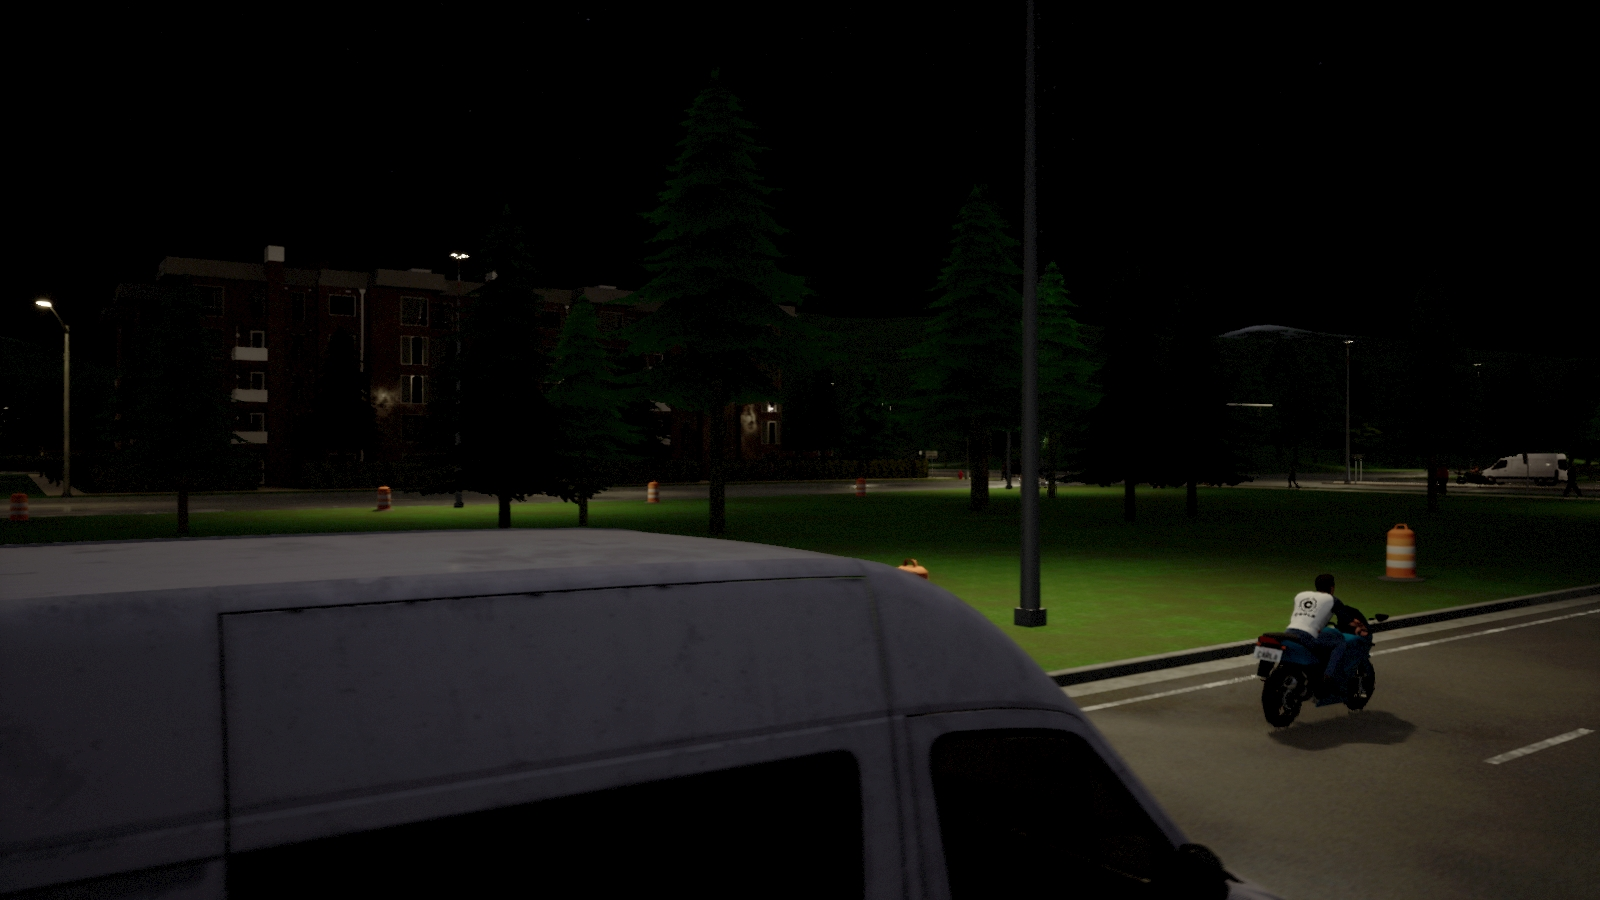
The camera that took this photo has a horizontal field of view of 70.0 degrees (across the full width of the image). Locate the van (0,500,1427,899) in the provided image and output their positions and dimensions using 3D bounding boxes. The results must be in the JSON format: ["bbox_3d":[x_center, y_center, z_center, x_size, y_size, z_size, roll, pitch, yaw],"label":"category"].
[{"bbox_3d":[-0.697,1.535,3.302,5.915,2.561,1.988,0,0,-35],"label":"van"}]

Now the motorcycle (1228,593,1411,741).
[{"bbox_3d":[5.405,2.188,11.841,2.033,1.199,0.803,0,0,-35],"label":"motorcycle"}]
